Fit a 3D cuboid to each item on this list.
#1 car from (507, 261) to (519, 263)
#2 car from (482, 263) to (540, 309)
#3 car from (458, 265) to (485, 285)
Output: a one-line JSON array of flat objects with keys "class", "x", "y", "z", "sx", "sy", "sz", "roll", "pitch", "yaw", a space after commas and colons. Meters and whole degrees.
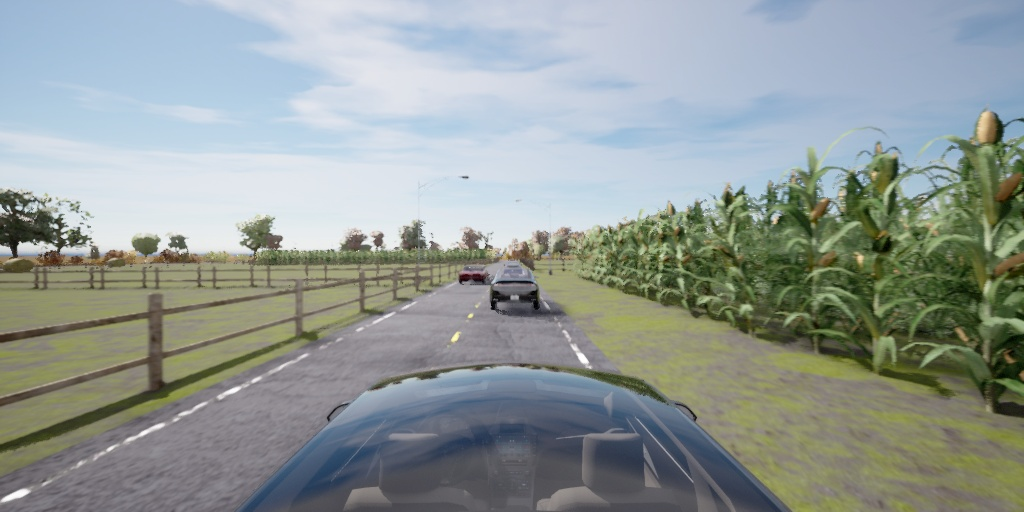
[{"class": "car", "x": 0.100, "y": 1.260, "z": 36.882, "sx": 1.812, "sy": 1.442, "sz": 4.674, "roll": 0, "pitch": 0, "yaw": 0}, {"class": "car", "x": 0.098, "y": 1.235, "z": 14.853, "sx": 2.128, "sy": 1.511, "sz": 4.902, "roll": 0, "pitch": 0, "yaw": 0}, {"class": "car", "x": -2.754, "y": 1.339, "z": 26.313, "sx": 1.895, "sy": 1.301, "sz": 4.718, "roll": 0, "pitch": 0, "yaw": 0}]
